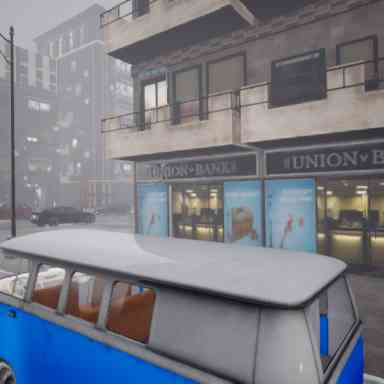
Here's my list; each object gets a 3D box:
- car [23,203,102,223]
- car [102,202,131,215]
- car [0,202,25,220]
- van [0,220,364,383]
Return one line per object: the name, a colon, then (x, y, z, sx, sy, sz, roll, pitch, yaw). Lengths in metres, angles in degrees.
car: (-8.589, 1.582, 22.399, 1.947, 1.339, 4.313, -2, -1, 36)
car: (-8.653, 1.796, 36.451, 1.947, 1.339, 4.313, -2, -1, 36)
car: (-15.338, 1.607, 27.371, 1.967, 1.590, 4.097, -2, -1, 36)
van: (-0.505, 1.342, 3.222, 3.998, 1.788, 1.690, 0, -1, 36)
